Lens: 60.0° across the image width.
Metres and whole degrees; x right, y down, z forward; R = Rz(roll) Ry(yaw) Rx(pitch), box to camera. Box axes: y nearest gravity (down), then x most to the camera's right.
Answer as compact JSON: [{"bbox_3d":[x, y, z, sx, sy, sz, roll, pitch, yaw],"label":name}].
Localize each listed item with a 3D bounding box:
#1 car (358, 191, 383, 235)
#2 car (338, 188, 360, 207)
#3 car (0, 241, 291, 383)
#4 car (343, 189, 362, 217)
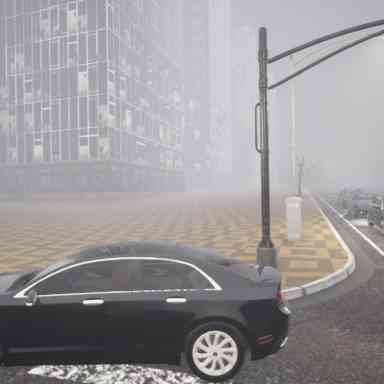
[{"bbox_3d":[8.937,0.928,14.456,2.128,1.511,4.902,-1,2,18],"label":"car"},{"bbox_3d":[12.938,0.454,26.828,2.128,1.511,4.902,-1,2,18],"label":"car"},{"bbox_3d":[-1.121,1.505,4.786,4.892,1.490,1.837,0,0,0],"label":"car"},{"bbox_3d":[10.964,0.759,20.757,1.994,1.385,4.181,-1,2,17],"label":"car"}]
